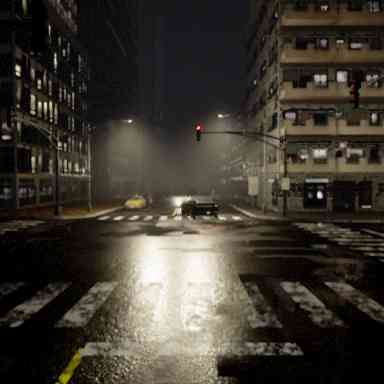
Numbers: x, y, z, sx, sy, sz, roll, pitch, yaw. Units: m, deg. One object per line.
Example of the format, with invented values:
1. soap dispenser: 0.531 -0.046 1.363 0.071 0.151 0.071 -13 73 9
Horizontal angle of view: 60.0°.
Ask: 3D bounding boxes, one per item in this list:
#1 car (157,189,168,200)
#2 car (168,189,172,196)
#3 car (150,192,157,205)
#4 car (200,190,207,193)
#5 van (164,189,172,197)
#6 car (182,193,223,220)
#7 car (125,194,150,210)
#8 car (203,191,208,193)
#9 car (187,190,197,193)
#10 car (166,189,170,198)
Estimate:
1. car: -5.680 0.685 56.632 1.887 1.381 4.507 -1 1 0
2. car: -5.675 0.515 67.940 1.887 1.381 4.507 -1 1 0
3. car: -5.686 0.962 39.671 1.947 1.339 4.313 -1 1 0
4. car: 2.705 0.325 73.590 1.967 1.590 4.097 -1 1 0
5. van: -5.674 0.141 79.245 1.690 1.788 3.998 -1 1 0
6. car: 0.508 1.122 24.206 2.128 1.511 4.902 -1 1 -14
7. car: -5.689 1.010 33.846 1.752 1.417 4.829 -1 1 0
8. car: 2.693 0.947 39.667 2.008 1.369 4.403 -1 1 0
9. car: 0.029 0.262 72.144 2.097 1.767 4.553 0 1 0
10. car: -5.677 0.637 62.286 1.802 1.307 4.206 -1 1 0
